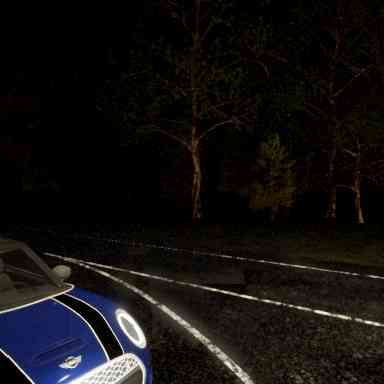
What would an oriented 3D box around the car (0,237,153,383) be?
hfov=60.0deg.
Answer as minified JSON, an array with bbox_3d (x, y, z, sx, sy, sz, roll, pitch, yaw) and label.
[{"bbox_3d":[-2.592,1.338,3.733,4.553,1.767,2.097,1,0,35],"label":"car"}]
